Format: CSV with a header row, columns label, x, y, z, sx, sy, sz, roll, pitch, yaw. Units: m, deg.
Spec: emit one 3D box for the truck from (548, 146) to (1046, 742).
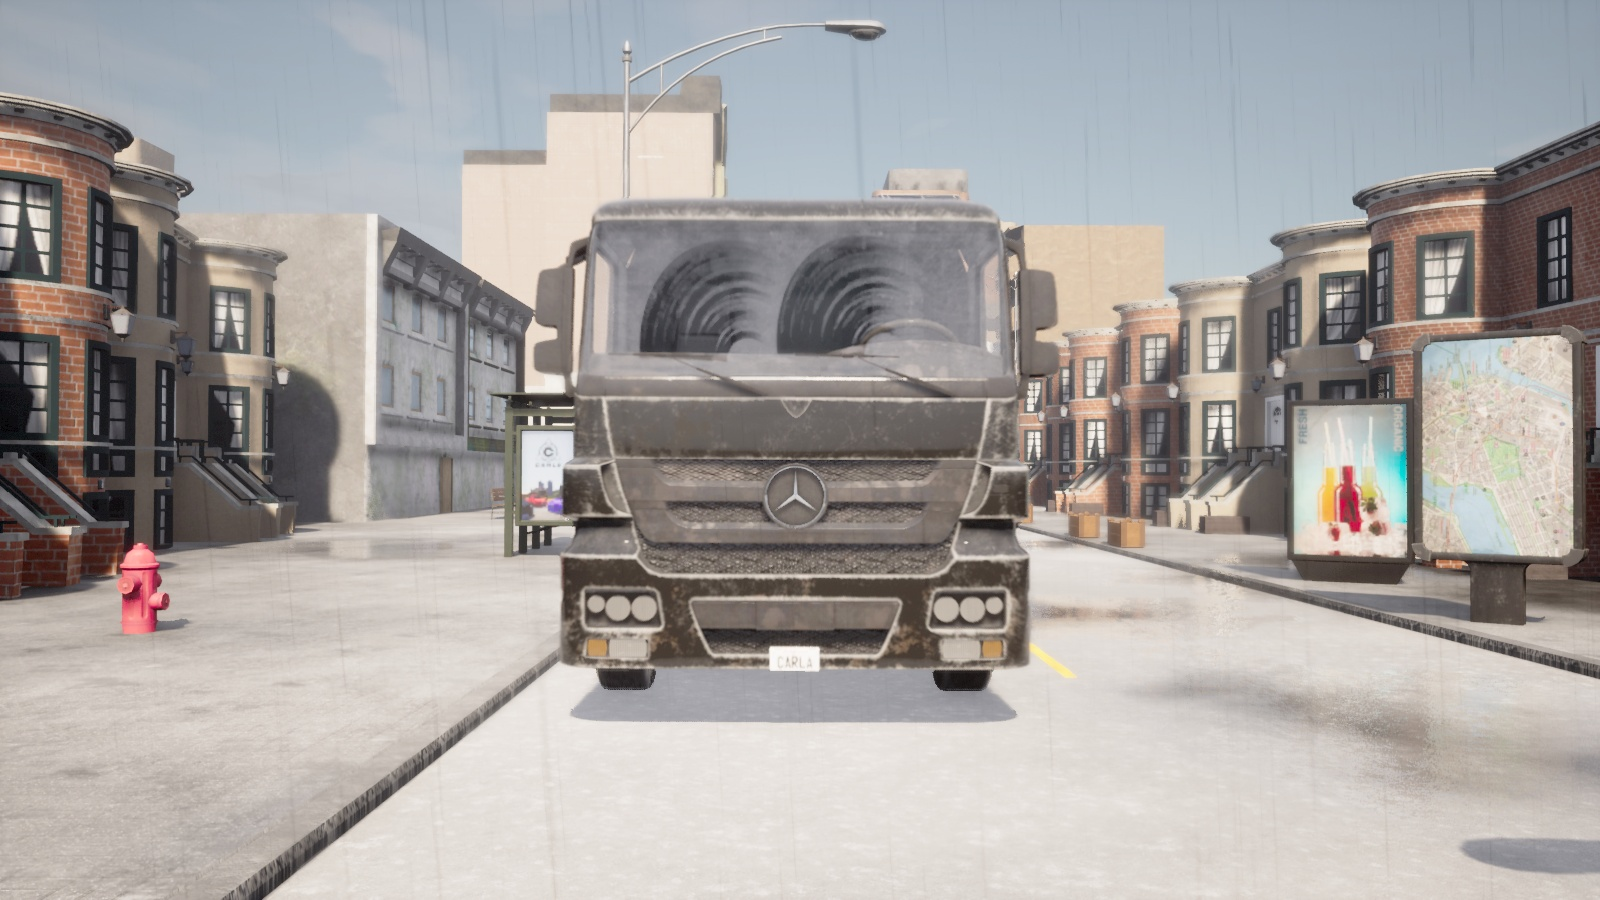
label,x,y,z,sx,sy,sz,roll,pitch,yaw
truck,-0.034,0.022,11.282,2.891,3.462,7.936,0,-1,0
